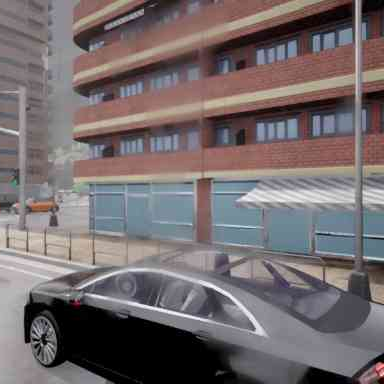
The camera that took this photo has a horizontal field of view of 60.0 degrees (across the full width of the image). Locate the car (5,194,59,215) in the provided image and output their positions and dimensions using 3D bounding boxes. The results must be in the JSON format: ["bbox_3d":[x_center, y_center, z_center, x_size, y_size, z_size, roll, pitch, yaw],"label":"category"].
[{"bbox_3d":[-16.249,1.352,34.471,2.097,1.767,4.553,0,0,36],"label":"car"}]

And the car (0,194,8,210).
[{"bbox_3d":[-20.174,1.221,35.029,2.150,2.045,5.566,0,0,35],"label":"car"}]

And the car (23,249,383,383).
[{"bbox_3d":[-0.172,1.491,4.112,4.902,1.511,2.128,0,0,35],"label":"car"}]
